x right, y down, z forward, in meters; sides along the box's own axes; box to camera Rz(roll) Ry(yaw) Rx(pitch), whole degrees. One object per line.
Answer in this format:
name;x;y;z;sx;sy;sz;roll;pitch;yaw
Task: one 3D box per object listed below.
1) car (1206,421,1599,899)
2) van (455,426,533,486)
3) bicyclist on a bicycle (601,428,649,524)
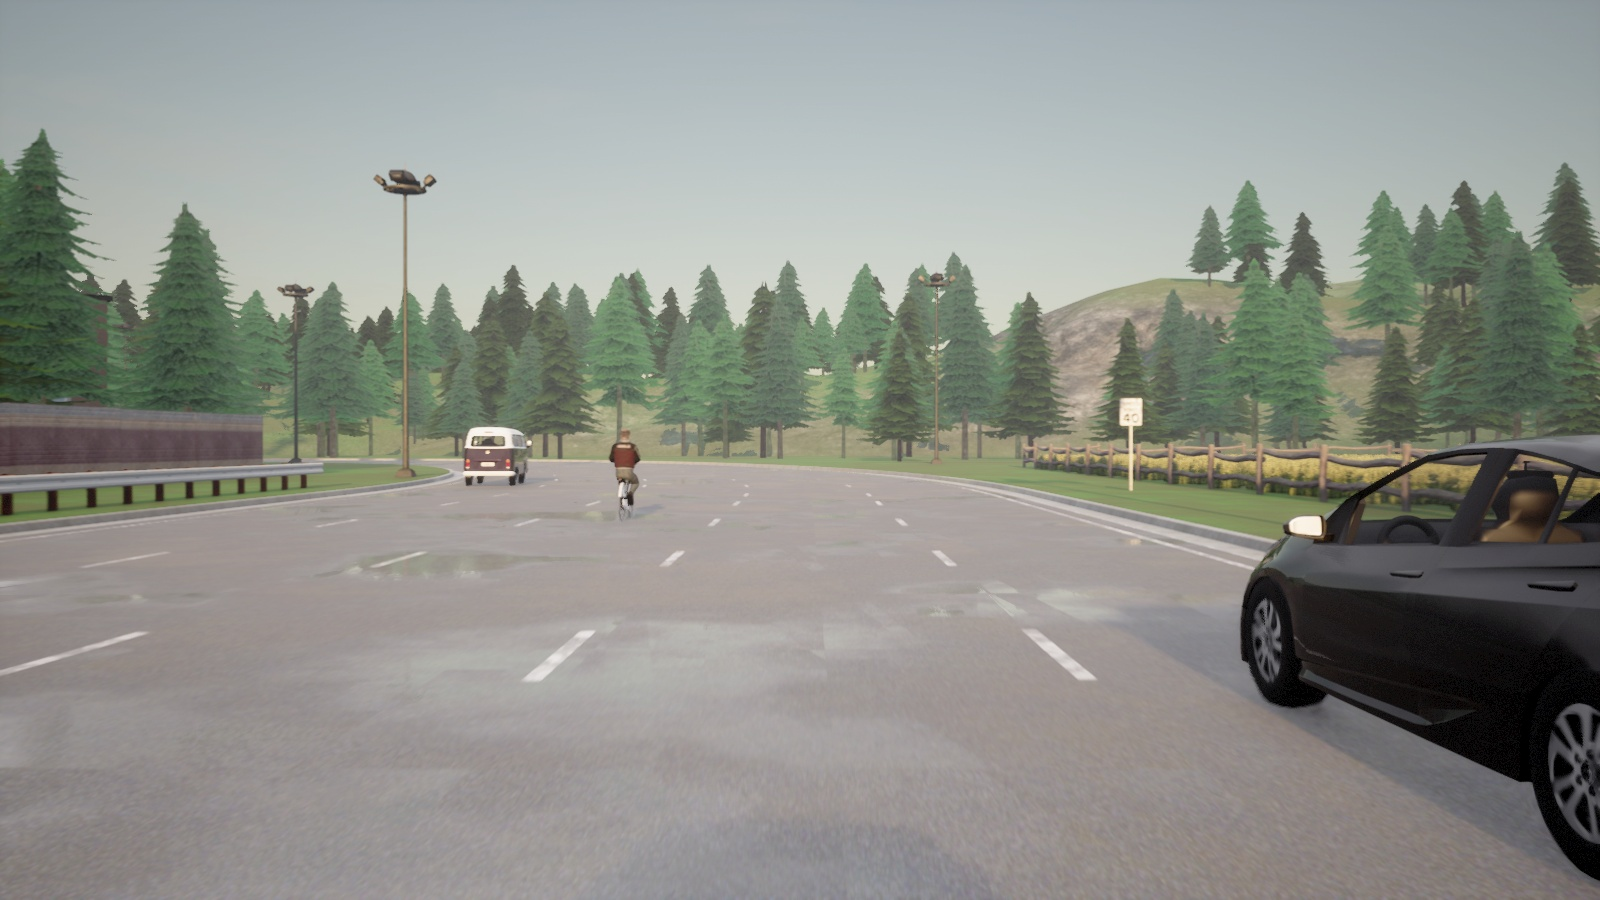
car;3.547;0.663;5.640;2.007;1.525;4.514;0;0;0
van;-10.836;0.198;44.774;2.069;2.038;4.480;0;0;-6
bicyclist on a bicycle;-3.348;0.472;24.172;0.659;1.776;1.843;0;1;0
